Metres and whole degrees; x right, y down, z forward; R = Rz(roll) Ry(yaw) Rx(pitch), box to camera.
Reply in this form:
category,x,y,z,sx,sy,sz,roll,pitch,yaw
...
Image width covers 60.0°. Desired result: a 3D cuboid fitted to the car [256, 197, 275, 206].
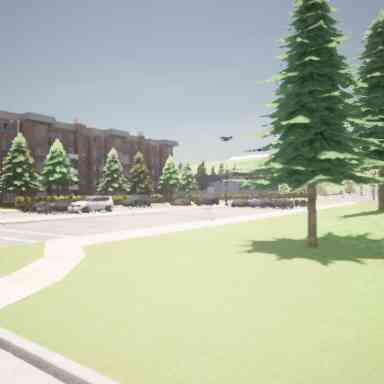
category,x,y,z,sx,sy,sz,roll,pitch,yaw
car,13.566,1.734,61.054,1.812,1.442,4.674,-1,0,35

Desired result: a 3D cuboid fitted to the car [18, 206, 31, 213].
category,x,y,z,sx,sy,sz,roll,pitch,yaw
car,-18.813,1.937,41.175,1.895,1.301,4.718,-1,0,35

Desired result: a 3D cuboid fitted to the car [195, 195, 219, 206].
category,x,y,z,sx,sy,sz,roll,pitch,yaw
car,2.739,1.503,59.579,2.150,2.045,5.566,-1,-1,35

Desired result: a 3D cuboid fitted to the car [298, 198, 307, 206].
category,x,y,z,sx,sy,sz,roll,pitch,yaw
car,18.951,1.749,56.539,1.895,1.301,4.718,-1,0,35

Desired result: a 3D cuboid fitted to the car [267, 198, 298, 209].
category,x,y,z,sx,sy,sz,roll,pitch,yaw
car,13.156,1.639,48.198,2.128,1.511,4.902,-1,0,36

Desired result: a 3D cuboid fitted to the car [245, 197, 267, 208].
category,x,y,z,sx,sy,sz,roll,pitch,yaw
car,10.621,1.725,50.673,2.033,1.411,5.357,-1,0,36

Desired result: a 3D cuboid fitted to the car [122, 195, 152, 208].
category,x,y,z,sx,sy,sz,roll,pitch,yaw
car,-9.053,1.561,55.063,2.150,2.045,5.566,-1,-1,35

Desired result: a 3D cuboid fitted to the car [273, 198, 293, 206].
category,x,y,z,sx,sy,sz,roll,pitch,yaw
car,16.085,1.779,58.549,1.895,1.301,4.718,-1,0,35

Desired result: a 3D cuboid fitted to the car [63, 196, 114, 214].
category,x,y,z,sx,sy,sz,roll,pitch,yaw
car,-11.709,1.498,39.122,2.150,2.045,5.566,-1,0,35

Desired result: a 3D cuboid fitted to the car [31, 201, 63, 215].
category,x,y,z,sx,sy,sz,roll,pitch,yaw
car,-15.959,1.832,39.151,1.812,1.442,4.674,-1,0,35

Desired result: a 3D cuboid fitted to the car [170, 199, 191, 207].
category,x,y,z,sx,sy,sz,roll,pitch,yaw
car,-2.075,1.872,58.861,1.994,1.385,4.181,-1,0,36

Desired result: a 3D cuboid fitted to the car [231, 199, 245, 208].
category,x,y,z,sx,sy,sz,roll,pitch,yaw
car,7.870,1.771,52.841,1.994,1.385,4.181,-1,0,36
